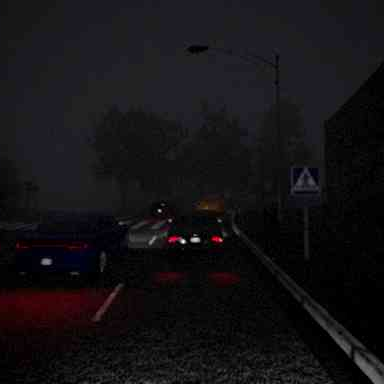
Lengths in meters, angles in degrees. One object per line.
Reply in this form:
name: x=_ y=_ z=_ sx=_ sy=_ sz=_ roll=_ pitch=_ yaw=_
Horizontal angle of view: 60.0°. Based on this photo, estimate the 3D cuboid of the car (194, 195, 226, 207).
car: x=1.548 y=0.987 z=25.873 sx=1.882 sy=1.535 sz=5.008 roll=-1 pitch=0 yaw=11

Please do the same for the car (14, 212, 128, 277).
car: x=-3.155 y=1.309 z=9.702 sx=1.882 sy=1.535 sz=5.008 roll=0 pitch=1 yaw=0

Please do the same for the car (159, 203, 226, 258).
car: x=0.105 y=1.338 z=11.780 sx=2.033 sy=1.411 sz=5.357 roll=0 pitch=1 yaw=0

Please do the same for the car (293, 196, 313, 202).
car: x=25.701 y=1.768 z=77.091 sx=1.837 sy=1.490 sz=4.892 roll=2 pitch=-4 yaw=-31

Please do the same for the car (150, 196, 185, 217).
car: x=-1.810 y=1.063 z=25.771 sx=1.837 sy=1.490 sz=4.892 roll=-1 pitch=0 yaw=11
